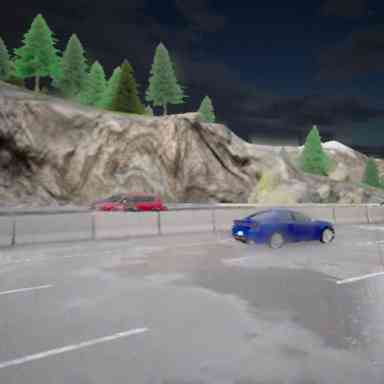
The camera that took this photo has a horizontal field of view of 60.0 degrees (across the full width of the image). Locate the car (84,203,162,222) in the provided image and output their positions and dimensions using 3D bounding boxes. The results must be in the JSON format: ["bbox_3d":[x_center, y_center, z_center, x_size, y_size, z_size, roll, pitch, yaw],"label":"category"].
[{"bbox_3d":[-4.668,1.577,21.698,4.718,1.301,1.895,0,0,-32],"label":"car"}]

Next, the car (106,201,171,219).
[{"bbox_3d":[-4.728,1.523,29.839,5.357,1.411,2.033,0,0,-30],"label":"car"}]

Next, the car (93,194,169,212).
[{"bbox_3d":[-4.805,1.197,25.707,5.566,2.045,2.150,0,0,-31],"label":"car"}]

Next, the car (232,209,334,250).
[{"bbox_3d":[4.046,1.496,14.451,5.008,1.535,1.882,0,0,-31],"label":"car"}]

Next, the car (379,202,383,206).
[{"bbox_3d":[29.614,1.671,48.448,4.674,1.442,1.812,0,0,-16],"label":"car"}]

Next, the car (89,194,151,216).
[{"bbox_3d":[-7.009,1.185,32.533,5.566,2.045,2.150,0,0,-30],"label":"car"}]
